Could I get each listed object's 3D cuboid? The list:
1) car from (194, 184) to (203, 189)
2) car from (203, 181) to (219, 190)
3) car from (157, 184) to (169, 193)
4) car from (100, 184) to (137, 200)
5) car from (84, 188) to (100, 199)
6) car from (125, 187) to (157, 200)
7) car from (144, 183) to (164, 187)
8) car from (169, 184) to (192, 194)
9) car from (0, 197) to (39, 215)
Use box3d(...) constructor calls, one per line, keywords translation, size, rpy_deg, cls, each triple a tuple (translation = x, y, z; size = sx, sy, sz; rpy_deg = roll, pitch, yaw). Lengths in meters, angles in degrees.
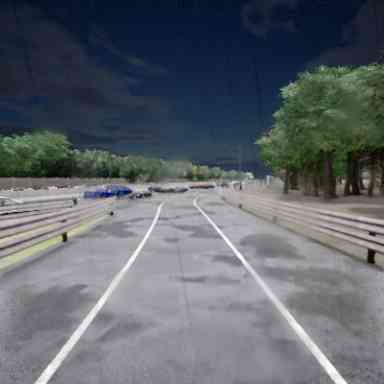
box3d(translation=(2.818, -1.620, 93.963), size=(1.882, 1.535, 5.008), rpy_deg=(0, 2, 16), cls="car")
box3d(translation=(5.075, -1.431, 89.147), size=(1.837, 1.490, 4.892), rpy_deg=(0, 2, 16), cls="car")
box3d(translation=(-4.920, -0.427, 67.046), size=(1.895, 1.301, 4.718), rpy_deg=(0, 2, 16), cls="car")
box3d(translation=(-10.449, -0.041, 47.789), size=(2.150, 2.045, 5.566), rpy_deg=(0, 2, 16), cls="car")
box3d(translation=(-13.823, 0.203, 48.732), size=(1.882, 1.535, 5.008), rpy_deg=(0, 2, 16), cls="car")
box3d(translation=(-7.092, 0.354, 46.815), size=(1.895, 1.301, 4.718), rpy_deg=(0, 2, 16), cls="car")
box3d(translation=(-7.737, -0.616, 69.913), size=(1.837, 1.490, 4.892), rpy_deg=(0, 2, 16), cls="car")
box3d(translation=(-2.113, -0.445, 64.138), size=(2.128, 1.511, 4.902), rpy_deg=(0, 2, 16), cls="car")
box3d(translation=(-13.546, 1.264, 24.358), size=(1.895, 1.301, 4.718), rpy_deg=(0, 2, 16), cls="car")
